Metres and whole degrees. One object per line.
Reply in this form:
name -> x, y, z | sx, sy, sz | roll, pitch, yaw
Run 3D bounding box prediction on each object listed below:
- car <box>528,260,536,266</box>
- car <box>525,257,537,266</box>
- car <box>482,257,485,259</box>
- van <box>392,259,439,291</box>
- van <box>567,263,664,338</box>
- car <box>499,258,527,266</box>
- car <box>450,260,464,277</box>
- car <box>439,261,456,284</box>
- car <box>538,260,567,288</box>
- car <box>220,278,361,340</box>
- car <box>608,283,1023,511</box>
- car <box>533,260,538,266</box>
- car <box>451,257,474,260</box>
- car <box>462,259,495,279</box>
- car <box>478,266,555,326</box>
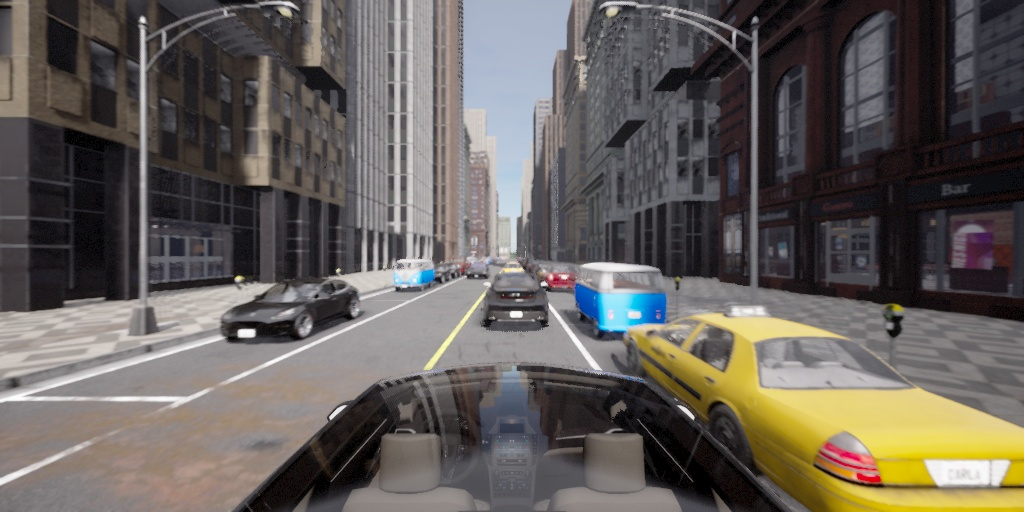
car -> 2.822, 1.305, 32.498 | 2.007, 1.370, 4.403 | 0, 0, 0
car -> 2.846, 1.194, 43.770 | 1.967, 1.591, 4.097 | 0, 0, 0
car -> -5.655, 1.181, 55.053 | 1.967, 1.591, 4.097 | 0, 0, 0
van -> -5.727, 1.081, 21.232 | 1.690, 1.789, 3.998 | 0, 0, 0
van -> 2.774, 1.095, 9.953 | 1.690, 1.789, 3.998 | 0, 0, 0
car -> 0.055, 1.206, 29.793 | 1.801, 1.575, 5.366 | 0, 0, 0
car -> -5.703, 1.306, 32.506 | 1.948, 1.339, 4.313 | 0, 0, 0
car -> -5.715, 1.306, 26.869 | 1.948, 1.339, 4.313 | 0, 0, 0
car -> 2.798, 1.194, 21.226 | 1.967, 1.591, 4.097 | 0, 0, 0
car -> -5.751, 1.306, 9.959 | 1.948, 1.339, 4.313 | 0, 0, 0
car -> 2.762, 1.280, 4.487 | 1.751, 1.417, 4.829 | 0, 0, 0
car -> 2.810, 1.280, 27.032 | 1.751, 1.417, 4.829 | 0, 0, 0
car -> -5.691, 1.055, 38.142 | 2.192, 1.841, 5.009 | 0, 0, 0
car -> -2.940, 1.292, 32.449 | 2.033, 1.411, 5.357 | 0, 0, 0
car -> 0.116, 1.255, 11.652 | 1.837, 1.490, 4.892 | 0, 0, 0
